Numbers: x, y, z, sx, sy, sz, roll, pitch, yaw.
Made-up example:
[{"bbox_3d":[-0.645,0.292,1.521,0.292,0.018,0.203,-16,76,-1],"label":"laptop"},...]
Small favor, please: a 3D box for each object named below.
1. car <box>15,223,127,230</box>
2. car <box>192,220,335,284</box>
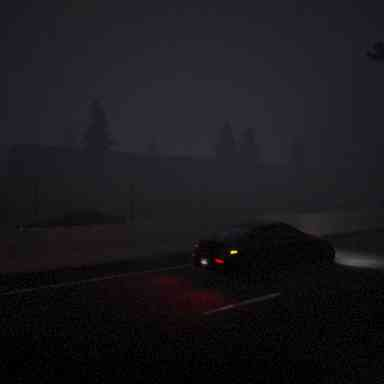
[{"bbox_3d":[-5.972,1.559,16.917,5.357,1.411,2.033,0,0,-35],"label":"car"},{"bbox_3d":[2.173,1.542,9.582,4.674,1.442,1.812,0,0,-35],"label":"car"}]
